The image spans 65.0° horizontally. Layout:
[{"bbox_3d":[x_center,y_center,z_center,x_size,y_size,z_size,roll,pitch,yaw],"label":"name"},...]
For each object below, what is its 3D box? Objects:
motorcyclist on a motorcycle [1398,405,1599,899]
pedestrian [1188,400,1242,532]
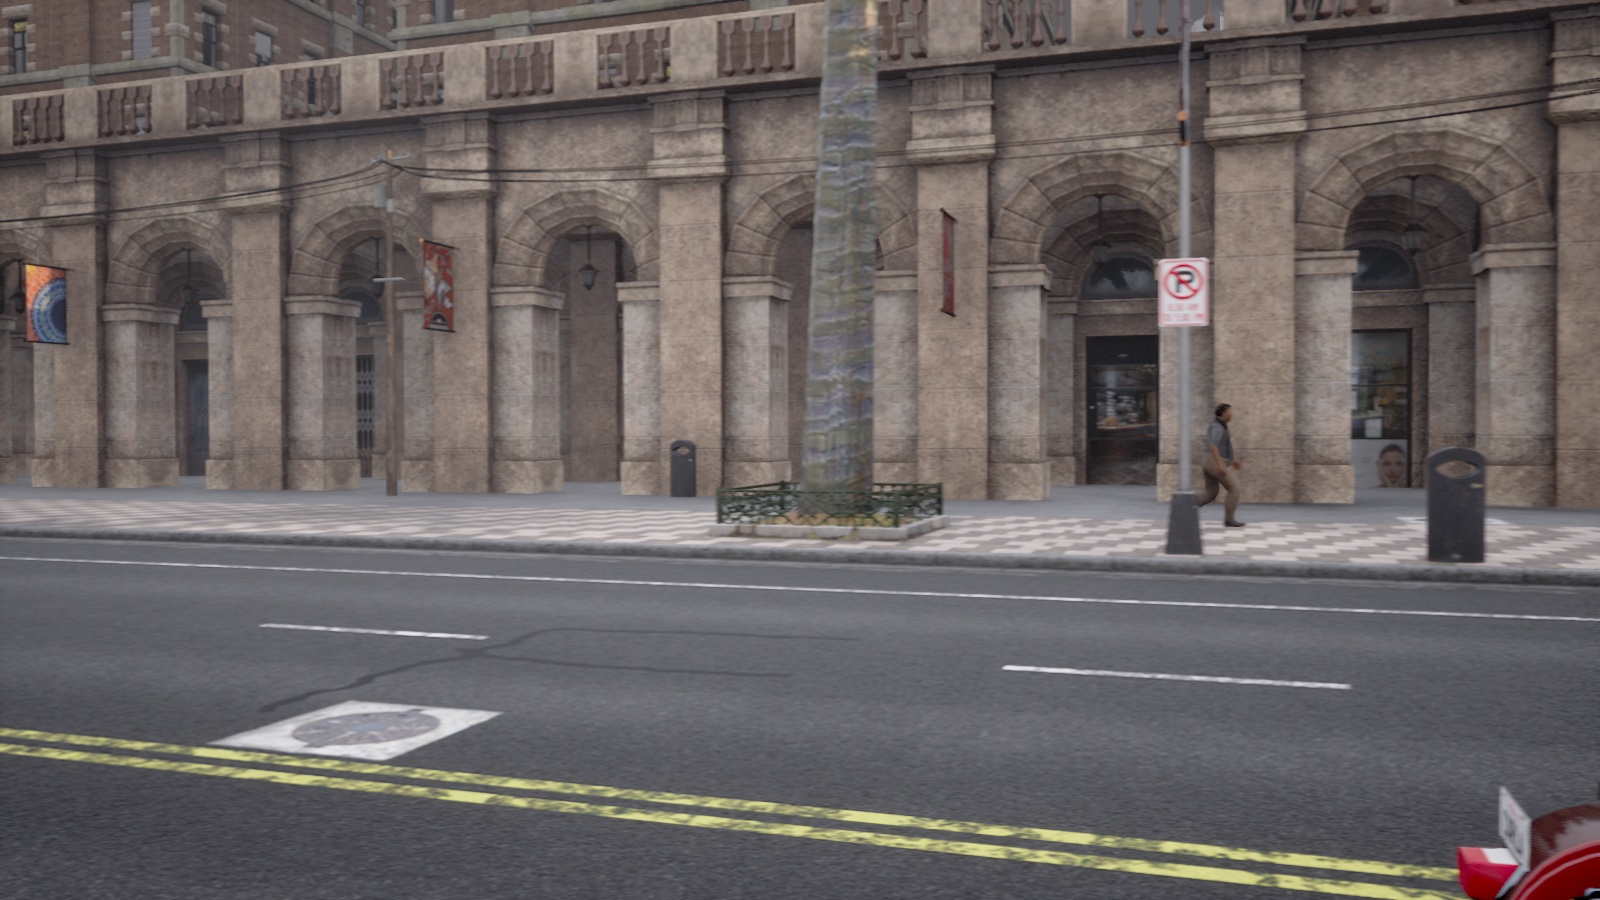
[{"bbox_3d":[2.472,0.748,2.361,2.350,1.649,0.766,1,1,19],"label":"motorcyclist on a motorcycle"},{"bbox_3d":[5.902,0.219,17.875,0.694,1.848,0.540,1,1,18],"label":"pedestrian"}]
